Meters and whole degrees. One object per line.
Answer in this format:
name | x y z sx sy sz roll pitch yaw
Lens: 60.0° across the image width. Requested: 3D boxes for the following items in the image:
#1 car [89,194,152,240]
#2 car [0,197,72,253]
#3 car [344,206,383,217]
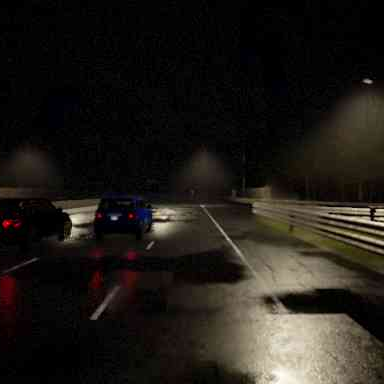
car | -3.404 1.238 17.254 2.150 2.045 5.566 0 0 0
car | -6.903 1.232 13.792 2.150 2.045 5.566 0 0 0
car | 14.246 1.759 26.063 1.895 1.301 4.718 0 -1 -22
